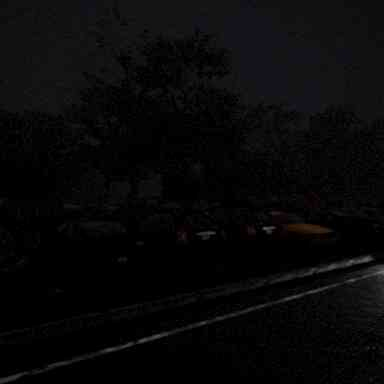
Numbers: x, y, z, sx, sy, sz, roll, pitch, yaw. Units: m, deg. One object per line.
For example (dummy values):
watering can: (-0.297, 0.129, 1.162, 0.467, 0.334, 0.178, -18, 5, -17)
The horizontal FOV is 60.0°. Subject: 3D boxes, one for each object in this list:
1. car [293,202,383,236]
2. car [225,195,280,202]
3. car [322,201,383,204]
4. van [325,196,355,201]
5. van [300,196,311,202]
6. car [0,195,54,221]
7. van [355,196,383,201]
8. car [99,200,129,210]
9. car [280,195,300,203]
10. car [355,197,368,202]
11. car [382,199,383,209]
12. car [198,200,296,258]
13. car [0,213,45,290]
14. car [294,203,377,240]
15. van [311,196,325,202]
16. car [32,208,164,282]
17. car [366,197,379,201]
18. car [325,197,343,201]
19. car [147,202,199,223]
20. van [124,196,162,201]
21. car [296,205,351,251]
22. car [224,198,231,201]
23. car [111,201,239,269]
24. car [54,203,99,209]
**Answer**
car: (8.208, 1.545, 18.066, 2.231, 1.521, 4.892, 0, 0, -35)
car: (5.244, 1.319, 31.967, 2.435, 2.045, 5.566, 0, 0, -35)
car: (10.581, 1.555, 19.519, 1.946, 1.575, 5.366, 0, 0, -35)
van: (16.588, 1.416, 39.941, 1.878, 1.987, 4.442, 1, 0, -36)
van: (9.809, 1.372, 35.107, 1.878, 1.987, 4.442, 0, 0, -35)
car: (-10.658, 1.223, 20.652, 2.435, 2.045, 5.566, 0, 0, -35)
van: (23.109, 1.491, 44.857, 1.878, 1.987, 4.442, 1, 0, -35)
car: (-6.058, 1.542, 23.957, 2.002, 1.452, 4.674, 0, 0, -35)
car: (7.501, 1.333, 33.573, 2.435, 2.045, 5.566, 0, 0, -35)
car: (18.749, 1.690, 41.647, 2.163, 1.488, 4.792, 0, 0, -35)
car: (32.409, 1.864, 51.104, 1.946, 1.575, 5.366, 1, -1, -35)
car: (1.445, 1.378, 13.207, 2.185, 1.767, 4.553, 0, 0, -35)
car: (-5.362, 1.502, 8.405, 2.002, 1.452, 4.674, 0, 0, -35)
car: (5.953, 1.532, 16.446, 2.231, 1.521, 4.892, 0, 0, -35)
van: (11.931, 1.385, 36.903, 1.878, 1.987, 4.442, 0, 0, -35)
car: (-3.095, 1.476, 10.008, 2.097, 1.535, 5.008, 0, 0, -35)
car: (20.900, 1.715, 43.177, 2.163, 1.488, 4.792, 1, 0, -35)
car: (14.251, 1.625, 38.417, 2.097, 1.535, 5.008, 0, 0, -35)
car: (-1.649, 1.569, 27.100, 2.002, 1.452, 4.674, 0, 0, -35)
van: (-3.971, 1.290, 25.588, 1.878, 1.987, 4.442, 0, 0, -35)
car: (3.795, 1.514, 14.690, 1.946, 1.575, 5.366, 0, 0, -35)
car: (0.715, 1.543, 28.772, 2.097, 1.535, 5.008, 0, 0, -35)
car: (-0.817, 1.364, 11.597, 2.185, 1.767, 4.553, 0, 0, -35)
car: (-8.313, 1.489, 22.348, 2.097, 1.535, 5.008, 0, 0, -35)
